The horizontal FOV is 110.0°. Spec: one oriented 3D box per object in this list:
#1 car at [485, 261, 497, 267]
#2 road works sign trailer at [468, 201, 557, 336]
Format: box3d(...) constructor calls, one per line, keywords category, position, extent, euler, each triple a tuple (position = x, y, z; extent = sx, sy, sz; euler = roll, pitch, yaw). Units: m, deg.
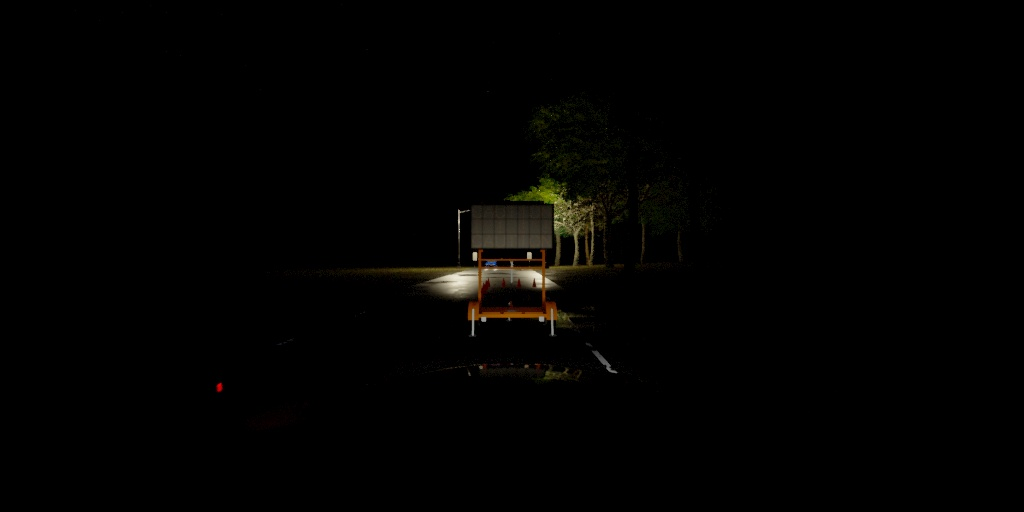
box3d(category="car", position=(-3.684, 1.458, 58.399), extent=(2.033, 1.411, 5.357), euler=(0, 0, 1))
box3d(category="road works sign trailer", position=(-0.008, 0.222, 10.379), extent=(2.380, 3.560, 2.880), euler=(0, 0, -1))
